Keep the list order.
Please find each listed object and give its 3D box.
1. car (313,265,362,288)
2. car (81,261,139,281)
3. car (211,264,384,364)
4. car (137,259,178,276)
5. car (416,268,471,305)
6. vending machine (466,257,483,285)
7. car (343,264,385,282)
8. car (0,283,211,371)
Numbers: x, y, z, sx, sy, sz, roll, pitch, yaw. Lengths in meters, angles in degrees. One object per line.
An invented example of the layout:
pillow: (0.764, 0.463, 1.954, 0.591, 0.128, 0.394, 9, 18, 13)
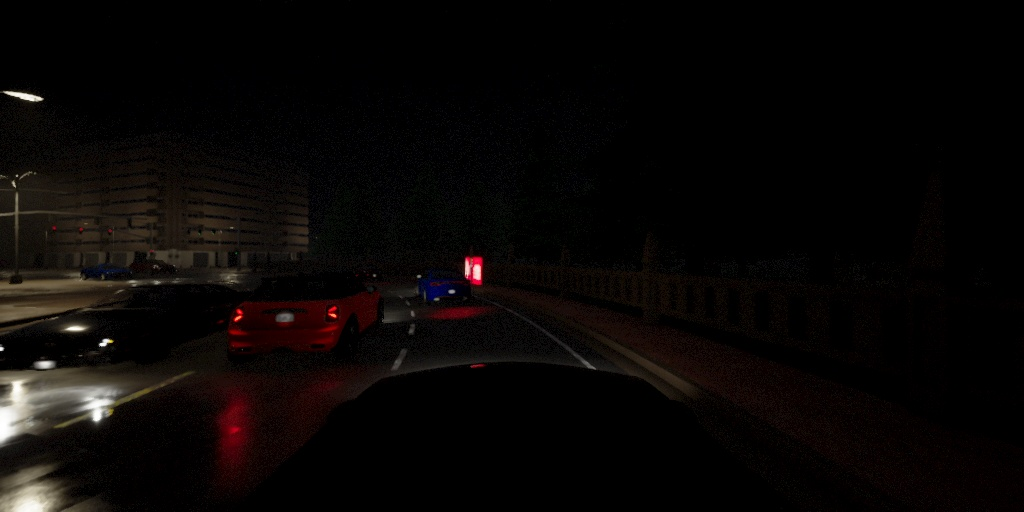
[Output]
car: (-12.990, 1.447, 26.500, 2.033, 1.411, 5.357, 0, 0, -41)
car: (-38.251, 1.531, 33.868, 5.008, 1.535, 1.882, 0, 0, 19)
car: (-4.476, 1.146, 8.561, 2.097, 1.767, 4.553, 0, 0, -10)
car: (-37.159, 1.101, 37.194, 4.553, 1.767, 2.097, 0, 0, 19)
car: (-3.307, 1.302, 16.770, 1.882, 1.535, 5.008, 0, 0, -21)
vending machine: (-2.591, 1.051, 24.585, 1.100, 2.100, 0.880, 0, 0, -30)
car: (-13.016, 1.446, 31.428, 1.812, 1.442, 4.674, 0, -1, -44)
car: (-7.966, 1.353, 8.283, 2.033, 1.411, 5.357, 0, 0, -12)
